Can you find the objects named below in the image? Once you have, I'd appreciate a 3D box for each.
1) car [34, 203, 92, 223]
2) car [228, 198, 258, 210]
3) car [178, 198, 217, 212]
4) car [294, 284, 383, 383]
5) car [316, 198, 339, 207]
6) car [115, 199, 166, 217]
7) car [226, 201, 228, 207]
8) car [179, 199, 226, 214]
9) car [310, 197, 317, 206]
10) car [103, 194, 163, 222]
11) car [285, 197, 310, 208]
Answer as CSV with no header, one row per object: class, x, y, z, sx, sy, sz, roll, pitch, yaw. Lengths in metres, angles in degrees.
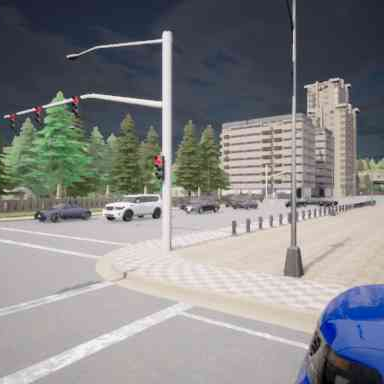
car,-9.911,1.559,25.758,1.994,1.385,4.181,0,0,36
car,6.978,1.560,43.368,1.994,1.385,4.181,0,0,36
car,0.734,1.542,40.671,2.033,1.411,5.357,0,0,36
car,3.376,1.222,1.557,5.566,2.045,2.150,0,0,36
car,20.879,1.598,50.490,1.895,1.301,4.718,0,0,36
car,-4.945,1.486,32.716,2.128,1.511,4.902,0,0,35
car,6.562,1.559,48.777,1.994,1.385,4.181,0,0,36
car,1.150,1.487,35.228,2.128,1.511,4.902,0,0,36
car,20.267,1.560,55.659,1.994,1.385,4.181,0,0,36
car,-4.618,1.217,27.150,2.150,2.045,5.566,0,0,36
car,15.218,1.597,48.585,1.895,1.301,4.718,0,0,35
